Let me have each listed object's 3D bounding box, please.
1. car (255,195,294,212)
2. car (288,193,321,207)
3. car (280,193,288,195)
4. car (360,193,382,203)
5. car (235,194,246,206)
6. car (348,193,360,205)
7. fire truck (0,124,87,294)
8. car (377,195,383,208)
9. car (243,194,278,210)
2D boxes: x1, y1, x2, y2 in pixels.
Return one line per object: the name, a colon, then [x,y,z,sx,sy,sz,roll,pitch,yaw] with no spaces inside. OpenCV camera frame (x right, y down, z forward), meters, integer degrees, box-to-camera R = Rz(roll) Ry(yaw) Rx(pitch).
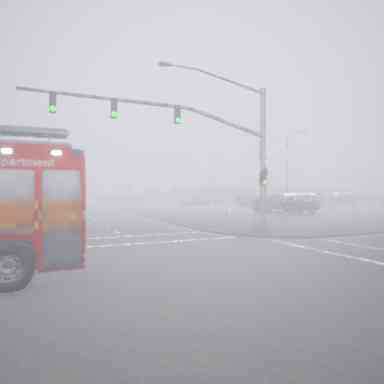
car: [10.702,1.414,43.094,3.806,1.475,1.970,0,0,-23]
car: [20.078,1.164,59.258,4.605,1.855,1.932,0,0,-23]
car: [18.990,1.375,61.943,3.905,1.438,1.784,0,0,-23]
car: [36.157,1.157,66.217,3.866,1.878,1.905,0,0,-23]
car: [8.447,1.172,48.196,4.605,1.855,1.932,0,0,-23]
car: [35.021,1.397,68.879,3.806,1.475,1.970,0,0,-23]
fire truck: [-6.850,0.341,7.611,8.468,3.827,2.891,0,0,-24]
car: [26.854,1.405,43.779,3.806,1.475,1.970,0,0,-23]
car: [9.556,1.382,45.752,3.905,1.438,1.784,0,0,-23]
